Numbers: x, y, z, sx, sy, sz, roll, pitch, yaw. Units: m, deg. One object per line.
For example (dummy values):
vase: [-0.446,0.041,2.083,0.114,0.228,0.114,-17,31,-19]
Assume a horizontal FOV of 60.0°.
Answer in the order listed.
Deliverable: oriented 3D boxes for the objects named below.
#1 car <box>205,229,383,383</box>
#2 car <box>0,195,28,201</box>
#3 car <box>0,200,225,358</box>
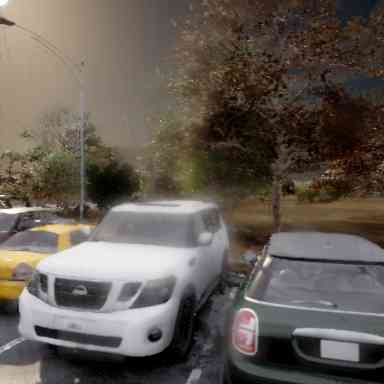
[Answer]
car: [1.778,1.362,4.818,2.185,1.767,4.553,0,-1,15]
car: [-7.977,1.134,11.609,2.435,2.045,5.566,1,0,14]
car: [-0.646,1.225,6.532,2.435,2.045,5.566,1,0,15]
